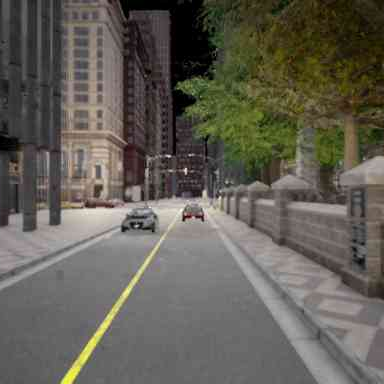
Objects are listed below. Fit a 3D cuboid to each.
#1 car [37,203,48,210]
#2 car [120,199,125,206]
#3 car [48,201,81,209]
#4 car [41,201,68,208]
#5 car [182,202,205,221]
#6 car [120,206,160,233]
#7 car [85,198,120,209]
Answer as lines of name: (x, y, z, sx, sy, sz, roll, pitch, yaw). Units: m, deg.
car: (-25.789, 2.269, 54.224, 4.829, 1.417, 1.752, -1, 0, 0)
car: (-14.864, 2.075, 62.716, 4.097, 1.590, 1.967, -1, 1, 0)
car: (-20.249, 2.195, 54.207, 4.829, 1.417, 1.752, -1, 1, 0)
car: (-25.942, 2.349, 62.750, 4.313, 1.339, 1.947, -1, 1, 0)
car: (0.098, 1.818, 29.324, 1.895, 1.301, 4.718, 0, 0, 0)
car: (-3.087, 1.718, 20.519, 1.994, 1.385, 4.181, 0, 0, 0)
car: (-14.881, 1.912, 54.190, 5.009, 1.841, 2.192, -1, 1, 0)
